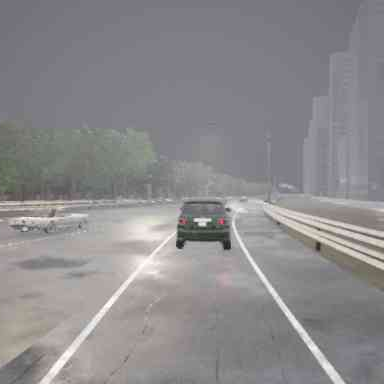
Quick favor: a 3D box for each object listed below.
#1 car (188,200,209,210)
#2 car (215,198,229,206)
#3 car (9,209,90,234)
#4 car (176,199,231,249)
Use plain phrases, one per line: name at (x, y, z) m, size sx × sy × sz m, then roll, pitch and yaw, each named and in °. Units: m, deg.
car at (1.003, 1.889, 49.540) m, size 1.994 × 1.385 × 4.181 m, roll 0°, pitch -1°, yaw 16°
car at (6.105, 2.039, 66.825) m, size 1.812 × 1.442 × 4.674 m, roll 0°, pitch -1°, yaw 16°
car at (-7.950, 1.604, 19.211) m, size 1.895 × 1.301 × 4.718 m, roll 0°, pitch 0°, yaw 16°
car at (0.594, 1.303, 15.139) m, size 2.150 × 2.045 × 5.566 m, roll 0°, pitch 0°, yaw 4°
